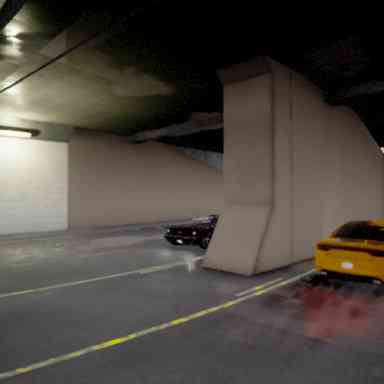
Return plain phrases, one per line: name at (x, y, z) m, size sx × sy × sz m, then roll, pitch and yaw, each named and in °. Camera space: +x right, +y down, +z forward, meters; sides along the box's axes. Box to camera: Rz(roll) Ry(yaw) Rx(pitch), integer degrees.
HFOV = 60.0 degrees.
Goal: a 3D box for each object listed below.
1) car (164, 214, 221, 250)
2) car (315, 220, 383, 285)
car at (0.957, 1.706, 15.147) m, size 1.895 × 1.301 × 4.718 m, roll -1°, pitch -1°, yaw 41°
car at (5.217, 1.518, 9.347) m, size 1.882 × 1.535 × 5.008 m, roll -1°, pitch 0°, yaw 43°
